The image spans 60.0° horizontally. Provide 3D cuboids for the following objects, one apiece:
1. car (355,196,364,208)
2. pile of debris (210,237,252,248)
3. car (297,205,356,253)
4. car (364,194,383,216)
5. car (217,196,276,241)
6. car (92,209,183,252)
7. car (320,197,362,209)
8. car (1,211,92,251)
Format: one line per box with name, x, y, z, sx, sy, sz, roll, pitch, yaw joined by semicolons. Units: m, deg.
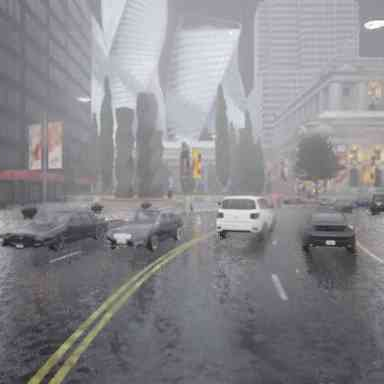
car;22.169;1.372;44.848;4.553;1.767;2.097;0;0;-20
pile of debris;1.760;2.182;14.599;1.500;0.140;1.860;0;0;18
car;5.497;1.511;13.842;1.837;1.490;4.892;-1;0;17
car;19.226;1.236;31.743;5.566;2.045;2.150;0;0;-34
car;2.929;1.226;17.205;2.150;2.045;5.566;0;0;21
car;-1.825;1.498;14.177;2.128;1.511;4.902;0;0;17
car;14.073;1.506;32.154;4.902;1.511;2.128;0;0;-40
car;-5.499;1.554;14.451;2.033;1.411;5.357;0;0;14
